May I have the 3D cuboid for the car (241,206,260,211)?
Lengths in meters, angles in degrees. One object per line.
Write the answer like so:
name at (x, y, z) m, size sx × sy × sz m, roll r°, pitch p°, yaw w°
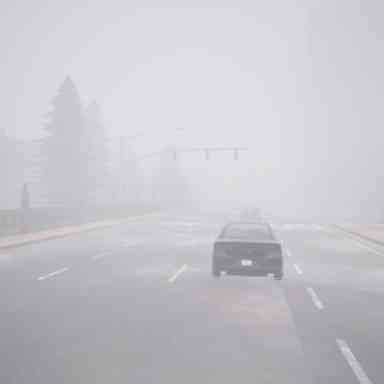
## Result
car at (4.857, 1.899, 27.642) m, size 2.033 × 1.411 × 5.357 m, roll 0°, pitch -1°, yaw 11°

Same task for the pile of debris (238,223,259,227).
pile of debris at (4.297, 2.495, 25.115) m, size 1.500 × 0.140 × 1.860 m, roll 0°, pitch -1°, yaw 11°

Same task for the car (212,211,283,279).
car at (1.756, 1.613, 10.606) m, size 1.882 × 1.535 × 5.008 m, roll 0°, pitch -1°, yaw 10°

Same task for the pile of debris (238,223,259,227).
pile of debris at (4.297, 2.495, 25.115) m, size 1.500 × 0.140 × 1.860 m, roll 0°, pitch -1°, yaw 11°
